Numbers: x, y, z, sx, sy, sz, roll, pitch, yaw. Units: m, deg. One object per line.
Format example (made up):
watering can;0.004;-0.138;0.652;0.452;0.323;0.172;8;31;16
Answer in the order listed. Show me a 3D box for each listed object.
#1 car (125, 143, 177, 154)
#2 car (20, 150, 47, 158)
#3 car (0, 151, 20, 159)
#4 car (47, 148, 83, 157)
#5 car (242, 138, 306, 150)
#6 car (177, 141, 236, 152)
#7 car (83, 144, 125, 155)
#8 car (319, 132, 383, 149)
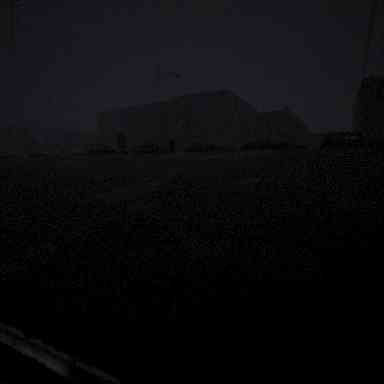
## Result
car;-3.381;-3.745;30.886;4.792;1.488;2.163;2;1;29
car;-17.839;-4.220;39.425;4.674;1.452;2.002;2;1;33
car;-22.485;-4.416;42.451;4.892;1.521;2.231;2;1;34
car;-13.127;-4.100;36.498;5.008;1.535;2.097;2;1;32
car;6.314;-3.457;25.824;4.892;1.521;2.231;2;1;27
car;1.482;-3.576;28.281;4.674;1.452;2.002;2;1;28
car;-8.372;-4.066;33.683;4.553;1.767;2.185;2;1;31
car;11.395;-3.402;23.383;4.553;1.767;2.185;2;1;26
